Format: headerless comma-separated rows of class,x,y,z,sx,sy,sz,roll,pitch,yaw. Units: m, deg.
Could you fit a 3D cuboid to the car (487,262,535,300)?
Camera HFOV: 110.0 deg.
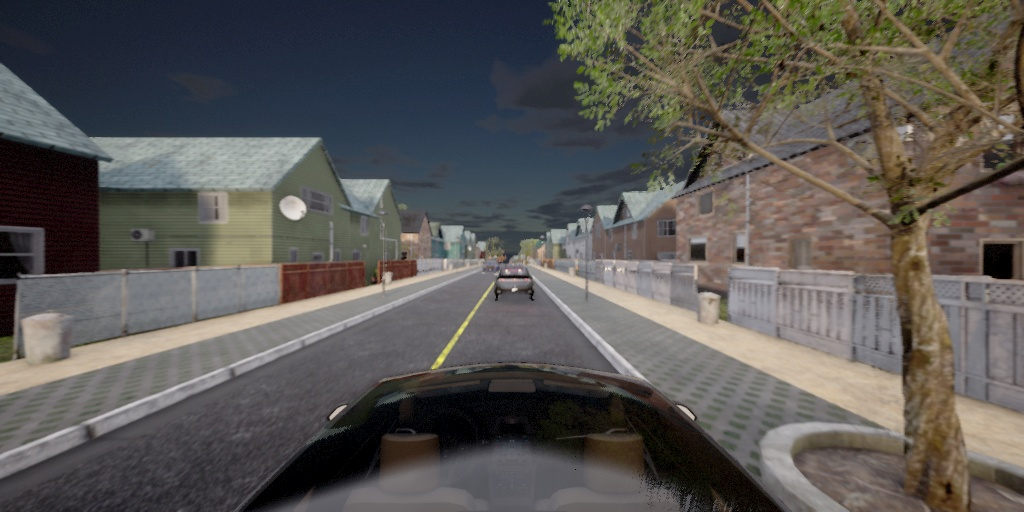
car,0.104,1.244,17.781,2.128,1.511,4.902,0,0,0

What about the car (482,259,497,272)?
car,-2.776,1.185,47.996,2.097,1.767,4.553,0,0,1
